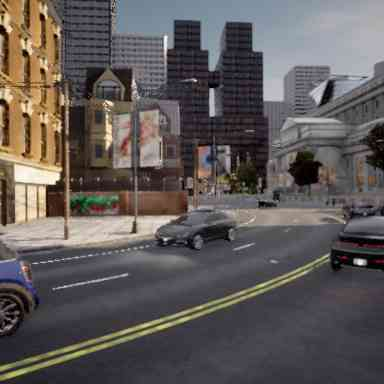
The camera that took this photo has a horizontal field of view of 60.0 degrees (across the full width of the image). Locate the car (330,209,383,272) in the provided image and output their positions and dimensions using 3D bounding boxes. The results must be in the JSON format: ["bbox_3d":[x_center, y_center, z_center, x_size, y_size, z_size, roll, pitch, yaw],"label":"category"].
[{"bbox_3d":[5.744,1.516,10.303,1.837,1.490,4.892,0,0,38],"label":"car"}]

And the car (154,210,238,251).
[{"bbox_3d":[0.350,1.593,14.924,1.837,1.490,4.892,0,0,35],"label":"car"}]

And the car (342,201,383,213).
[{"bbox_3d":[14.156,1.531,28.384,2.128,1.511,4.902,0,0,14],"label":"car"}]

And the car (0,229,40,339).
[{"bbox_3d":[-4.902,1.431,5.030,4.553,1.767,2.097,0,-1,-37],"label":"car"}]

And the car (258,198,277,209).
[{"bbox_3d":[11.408,1.672,50.445,1.882,1.535,5.008,-1,-1,-4],"label":"car"}]
